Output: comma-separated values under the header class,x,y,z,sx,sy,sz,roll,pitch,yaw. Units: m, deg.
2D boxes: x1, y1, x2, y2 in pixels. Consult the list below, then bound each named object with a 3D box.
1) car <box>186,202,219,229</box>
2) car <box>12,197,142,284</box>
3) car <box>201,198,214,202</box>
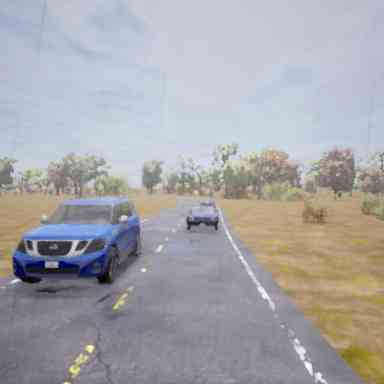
class,x,y,z,sx,sy,sz,roll,pitch,yaw
car,0.700,1.558,21.057,1.895,1.301,4.718,0,0,3
car,-2.929,1.198,9.880,2.150,2.045,5.566,0,0,2
car,1.854,1.466,39.912,2.033,1.411,5.357,0,0,3
